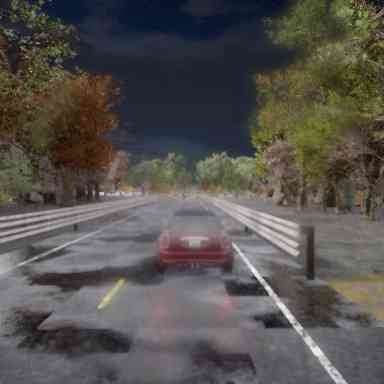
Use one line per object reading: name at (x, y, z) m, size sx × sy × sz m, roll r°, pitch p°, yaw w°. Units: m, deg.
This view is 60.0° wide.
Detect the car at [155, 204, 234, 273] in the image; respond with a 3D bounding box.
car at (0.082, 1.323, 10.688) m, size 2.097 × 1.767 × 4.553 m, roll 0°, pitch 0°, yaw 0°

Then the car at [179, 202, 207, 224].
car at (0.084, 1.526, 25.297) m, size 1.895 × 1.301 × 4.718 m, roll 0°, pitch 0°, yaw 0°
